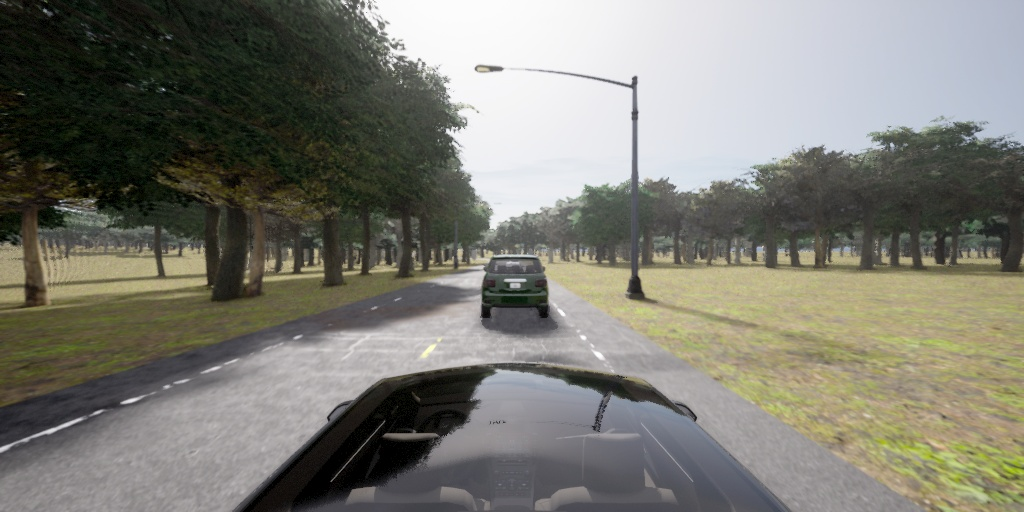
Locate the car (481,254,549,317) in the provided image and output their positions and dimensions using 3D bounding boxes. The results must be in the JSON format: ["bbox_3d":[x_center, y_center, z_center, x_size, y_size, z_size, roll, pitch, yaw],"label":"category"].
[{"bbox_3d":[0.098,0.966,13.269,2.150,2.045,5.566,0,0,0],"label":"car"}]
